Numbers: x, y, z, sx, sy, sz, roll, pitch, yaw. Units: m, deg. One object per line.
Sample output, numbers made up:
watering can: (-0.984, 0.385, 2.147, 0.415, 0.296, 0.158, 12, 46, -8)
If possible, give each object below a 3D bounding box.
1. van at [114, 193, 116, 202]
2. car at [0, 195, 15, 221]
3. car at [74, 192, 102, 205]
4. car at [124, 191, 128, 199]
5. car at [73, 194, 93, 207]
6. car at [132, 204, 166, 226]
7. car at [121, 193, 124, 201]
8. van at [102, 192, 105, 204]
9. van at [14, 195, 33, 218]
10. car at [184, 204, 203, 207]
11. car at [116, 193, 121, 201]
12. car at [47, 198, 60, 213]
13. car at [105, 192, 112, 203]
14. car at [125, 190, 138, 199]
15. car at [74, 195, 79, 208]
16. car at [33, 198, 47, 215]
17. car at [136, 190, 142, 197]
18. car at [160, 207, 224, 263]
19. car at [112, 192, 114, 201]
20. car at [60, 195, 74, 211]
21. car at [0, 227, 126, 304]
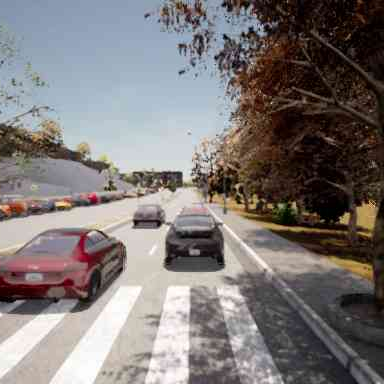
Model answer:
van: (-16.956, 0.981, 61.936, 4.442, 1.987, 1.878, -1, 1, -20)
car: (-16.845, 1.377, 26.179, 4.553, 1.767, 2.185, -1, 0, -20)
car: (-16.883, 1.106, 50.033, 5.566, 2.045, 2.435, -1, 1, -20)
car: (-16.812, 1.119, 70.965, 4.792, 1.488, 2.163, -1, 1, -20)
car: (-16.852, 1.429, 47.065, 4.674, 1.452, 2.002, -1, 1, -20)
car: (-2.929, 1.555, 23.502, 2.033, 1.411, 5.357, 0, 0, 0)
car: (-16.835, 1.169, 67.947, 4.674, 1.452, 2.002, -1, 1, -20)
van: (-16.746, 1.092, 53.076, 4.442, 1.987, 1.878, -1, 1, -20)
van: (-16.765, 1.275, 29.206, 4.442, 1.987, 1.878, -1, 0, -20)
car: (0.087, 1.611, 26.743, 1.895, 1.301, 4.718, 0, 0, 0)
car: (-16.814, 1.041, 64.972, 4.553, 1.767, 2.185, -1, 1, -20)
car: (-16.892, 1.515, 35.111, 4.792, 1.488, 2.163, -1, 0, -20)
car: (-16.828, 1.030, 56.028, 5.566, 2.045, 2.435, -1, 1, -20)
car: (-16.802, 0.966, 82.970, 4.792, 1.488, 2.163, -1, 1, -20)
car: (-16.833, 1.475, 41.108, 4.792, 1.488, 2.163, -1, 0, -20)
car: (-16.863, 1.534, 32.139, 4.674, 1.452, 2.002, -1, 0, -20)
car: (-16.995, 0.857, 88.893, 5.366, 1.575, 1.946, -1, 1, -20)
car: (0.083, 1.492, 11.864, 1.837, 1.490, 4.892, 0, -1, 0)
car: (-16.841, 1.244, 59.000, 4.892, 1.521, 2.231, -1, 1, -20)
car: (-16.691, 1.460, 38.180, 5.366, 1.575, 1.946, -1, 0, -20)
car: (-2.931, 1.553, 8.209, 1.994, 1.385, 4.181, 0, 0, 0)
